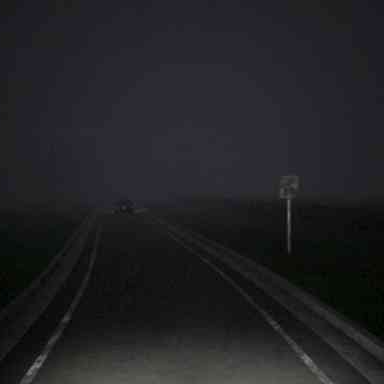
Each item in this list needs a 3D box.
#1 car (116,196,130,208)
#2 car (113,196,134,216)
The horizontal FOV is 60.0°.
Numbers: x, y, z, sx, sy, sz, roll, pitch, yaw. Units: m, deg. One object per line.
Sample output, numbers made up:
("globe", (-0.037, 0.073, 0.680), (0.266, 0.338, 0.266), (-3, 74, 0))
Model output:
("car", (-9.363, 1.318, 45.000), (1.812, 1.442, 4.674), (0, 0, -12))
("car", (-6.400, 1.402, 31.402), (2.033, 1.411, 5.357), (0, 0, -12))
